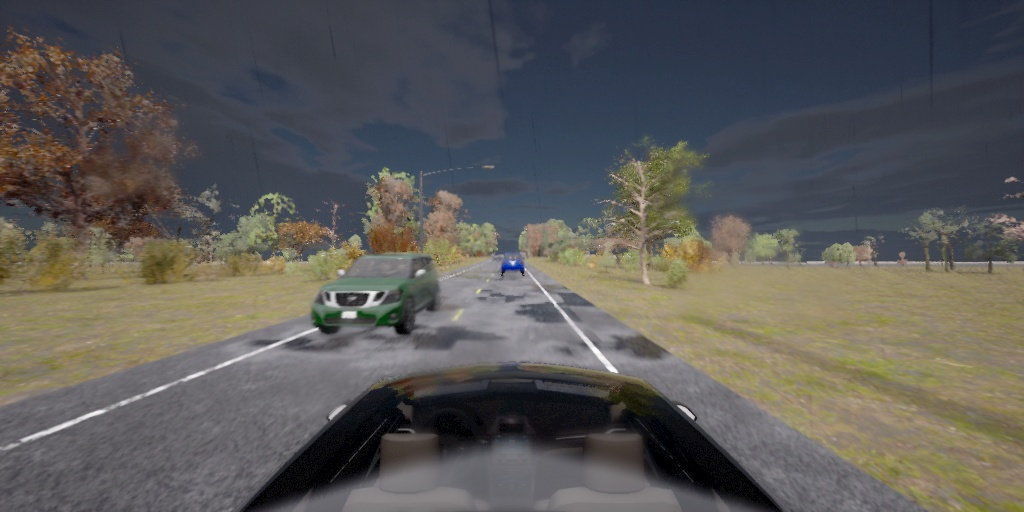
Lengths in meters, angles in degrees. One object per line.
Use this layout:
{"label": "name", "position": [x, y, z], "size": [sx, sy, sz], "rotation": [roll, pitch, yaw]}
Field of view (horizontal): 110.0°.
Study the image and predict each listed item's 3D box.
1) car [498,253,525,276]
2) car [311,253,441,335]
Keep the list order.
{"label": "car", "position": [0.067, 0.726, 33.877], "size": [2.150, 2.045, 5.566], "rotation": [0, 1, 0]}
{"label": "car", "position": [-3.606, 0.927, 10.716], "size": [2.150, 2.045, 5.566], "rotation": [0, 1, 0]}
